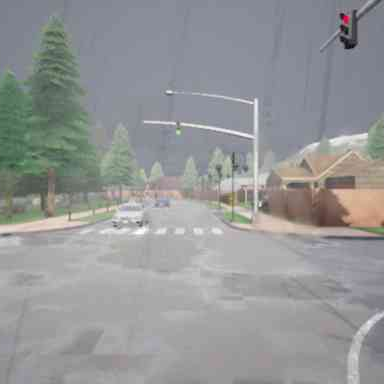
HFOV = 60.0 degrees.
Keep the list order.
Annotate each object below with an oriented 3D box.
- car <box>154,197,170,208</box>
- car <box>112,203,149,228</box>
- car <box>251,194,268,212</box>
[{"bbox_3d":[-4.088,1.407,46.299,1.812,1.442,4.674,0,0,0],"label":"car"},{"bbox_3d":[-3.907,1.464,21.837,1.812,1.442,4.674,0,0,0],"label":"car"},{"bbox_3d":[8.841,1.077,34.138,4.605,1.855,1.932,0,0,-1],"label":"car"}]
